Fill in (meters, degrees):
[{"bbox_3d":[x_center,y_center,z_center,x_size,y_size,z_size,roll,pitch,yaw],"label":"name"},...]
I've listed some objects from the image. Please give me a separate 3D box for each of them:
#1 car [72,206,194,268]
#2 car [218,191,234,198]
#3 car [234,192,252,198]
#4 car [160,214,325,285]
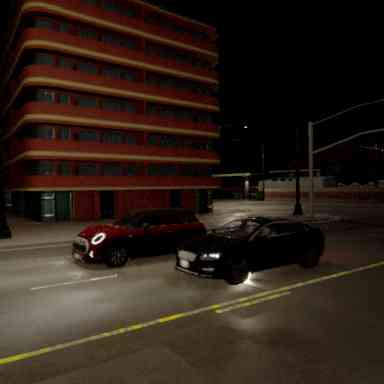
[{"bbox_3d":[-1.650,1.352,11.399,4.553,1.767,2.097,0,0,-35],"label":"car"},{"bbox_3d":[8.978,0.686,86.208,4.611,1.667,2.242,-1,1,-35],"label":"car"},{"bbox_3d":[12.949,0.832,81.986,3.806,1.475,1.970,-1,1,-35],"label":"car"},{"bbox_3d":[1.816,1.491,9.565,4.902,1.511,2.128,0,0,-35],"label":"car"}]
